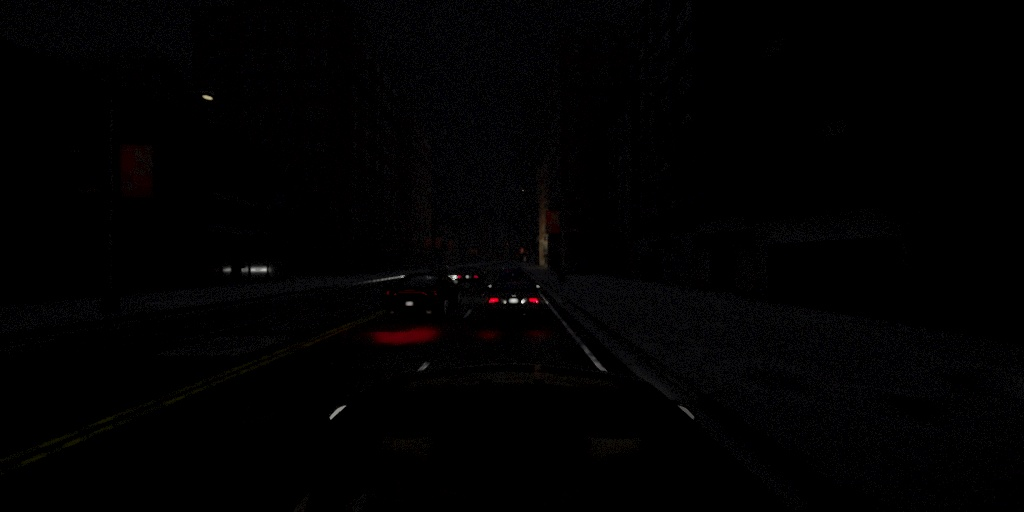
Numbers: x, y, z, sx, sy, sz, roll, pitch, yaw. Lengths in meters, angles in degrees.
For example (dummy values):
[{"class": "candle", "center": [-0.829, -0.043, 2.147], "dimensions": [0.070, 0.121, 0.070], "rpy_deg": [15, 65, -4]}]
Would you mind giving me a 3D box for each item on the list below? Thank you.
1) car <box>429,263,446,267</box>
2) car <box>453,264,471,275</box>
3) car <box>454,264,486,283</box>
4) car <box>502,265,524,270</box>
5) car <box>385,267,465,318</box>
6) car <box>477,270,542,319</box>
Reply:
[{"class": "car", "center": [-9.833, 1.730, 47.879], "dimensions": [1.837, 1.490, 4.892], "rpy_deg": [0, -1, 0]}, {"class": "car", "center": [-6.587, 1.747, 47.646], "dimensions": [1.812, 1.442, 4.674], "rpy_deg": [0, -1, 0]}, {"class": "car", "center": [-3.183, 1.570, 28.273], "dimensions": [2.033, 1.411, 5.357], "rpy_deg": [0, -1, 0]}, {"class": "car", "center": [0.091, 1.566, 34.660], "dimensions": [1.882, 1.535, 5.008], "rpy_deg": [0, -1, 0]}, {"class": "car", "center": [-3.185, 1.350, 13.664], "dimensions": [1.882, 1.535, 5.008], "rpy_deg": [0, 0, 0]}, {"class": "car", "center": [0.066, 1.416, 13.273], "dimensions": [2.033, 1.411, 5.357], "rpy_deg": [0, -1, 0]}]
